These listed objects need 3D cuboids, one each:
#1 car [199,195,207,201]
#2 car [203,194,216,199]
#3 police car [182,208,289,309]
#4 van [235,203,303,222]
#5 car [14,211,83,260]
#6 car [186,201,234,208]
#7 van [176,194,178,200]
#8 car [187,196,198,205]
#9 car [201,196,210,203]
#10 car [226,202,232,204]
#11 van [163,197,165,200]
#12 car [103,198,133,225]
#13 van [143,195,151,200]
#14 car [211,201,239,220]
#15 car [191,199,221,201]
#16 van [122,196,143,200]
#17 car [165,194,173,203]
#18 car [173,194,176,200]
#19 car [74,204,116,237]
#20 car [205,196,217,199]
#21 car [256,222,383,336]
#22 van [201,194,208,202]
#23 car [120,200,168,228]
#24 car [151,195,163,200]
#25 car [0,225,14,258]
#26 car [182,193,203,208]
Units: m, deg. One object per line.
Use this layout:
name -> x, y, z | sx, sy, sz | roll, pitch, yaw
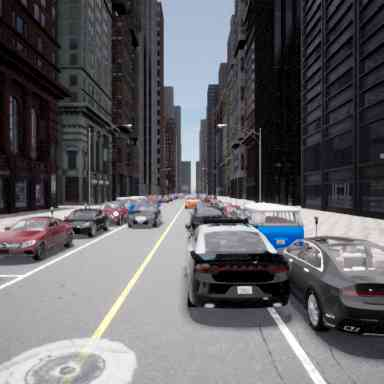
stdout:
car -> 2.970, 1.526, 91.189 | 1.967, 1.590, 4.097 | 0, 0, 0
car -> 2.879, 1.344, 51.735 | 2.192, 1.841, 5.009 | 0, 0, 0
police car -> 0.794, 1.426, 8.118 | 1.930, 1.638, 5.238 | 0, 0, -2
van -> 2.789, 1.342, 12.281 | 1.690, 1.788, 3.998 | 0, 0, 0
car -> -5.736, 1.583, 12.284 | 1.802, 1.307, 4.206 | 0, 0, 0
car -> 0.828, 1.481, 18.012 | 1.882, 1.535, 5.008 | 0, 0, -2
van -> -5.555, 1.427, 91.197 | 1.690, 1.788, 3.998 | 0, 0, 0
car -> 0.136, 1.542, 59.108 | 1.837, 1.490, 4.892 | 0, 0, 0
car -> 2.931, 1.584, 74.450 | 1.752, 1.417, 4.829 | 0, 0, 0
car -> 2.815, 1.588, 23.554 | 1.802, 1.307, 4.206 | 0, 0, 0
van -> -5.646, 1.370, 51.739 | 1.690, 1.788, 3.998 | 0, 0, 0
car -> -5.711, 1.446, 23.558 | 1.967, 1.590, 4.097 | 0, 0, 0
van -> -5.685, 1.355, 34.830 | 1.690, 1.788, 3.998 | 0, 0, 0
car -> 2.828, 1.560, 29.190 | 2.008, 1.369, 4.403 | 0, 0, 0
car -> 0.955, 1.512, 24.034 | 1.837, 1.490, 4.892 | 0, 0, 0
van -> -5.698, 1.350, 29.194 | 1.690, 1.788, 3.998 | 0, 0, 0
car -> -5.607, 1.595, 68.650 | 1.887, 1.381, 4.507 | 0, 0, 0
car -> -5.581, 1.634, 79.923 | 1.947, 1.339, 4.313 | 0, 0, 0
car -> -5.723, 1.569, 17.921 | 1.947, 1.339, 4.313 | 0, 0, 0
car -> 2.854, 1.563, 40.462 | 1.887, 1.381, 4.507 | 0, 0, 0
car -> 2.776, 1.551, 6.645 | 2.008, 1.369, 4.403 | 0, 0, 0
van -> 2.944, 1.409, 79.916 | 1.690, 1.788, 3.998 | 0, 0, 0
car -> -3.050, 1.496, 22.219 | 2.128, 1.511, 4.902 | 0, 0, 0
car -> -5.659, 1.338, 46.103 | 2.192, 1.841, 5.009 | 0, 0, 0
car -> -5.749, 1.566, 6.647 | 1.947, 1.339, 4.313 | 0, 0, 0
car -> 0.126, 1.375, 46.041 | 2.097, 1.767, 4.553 | 0, 0, 1
